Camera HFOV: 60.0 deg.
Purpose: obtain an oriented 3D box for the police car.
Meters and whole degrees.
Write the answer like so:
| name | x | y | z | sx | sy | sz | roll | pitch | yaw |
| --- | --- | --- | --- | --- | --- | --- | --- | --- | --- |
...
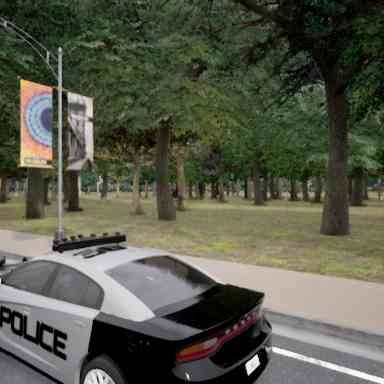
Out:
| name | x | y | z | sx | sy | sz | roll | pitch | yaw |
| --- | --- | --- | --- | --- | --- | --- | --- | --- | --- |
| police car | -1.516 | 1.422 | 4.680 | 5.238 | 1.638 | 1.930 | 0 | 0 | 36 |
